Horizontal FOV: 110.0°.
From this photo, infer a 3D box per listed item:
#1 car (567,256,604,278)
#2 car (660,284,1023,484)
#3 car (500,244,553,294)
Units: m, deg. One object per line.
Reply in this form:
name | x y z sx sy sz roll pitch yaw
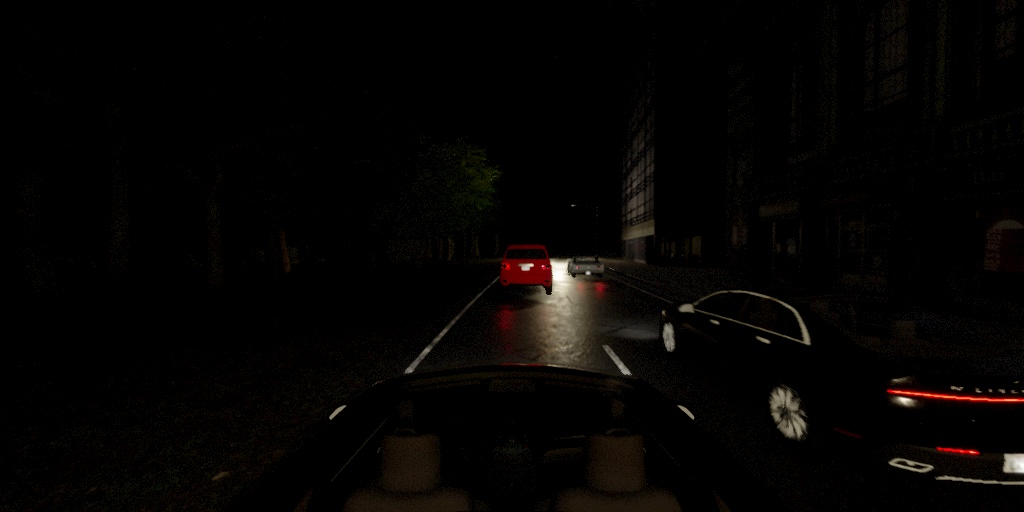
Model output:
car | 4.693 0.650 23.416 1.895 1.301 4.718 0 2 5
car | 3.707 1.146 4.963 1.837 1.490 4.892 0 2 1
car | 0.687 0.490 16.376 2.150 2.045 5.566 0 2 3
